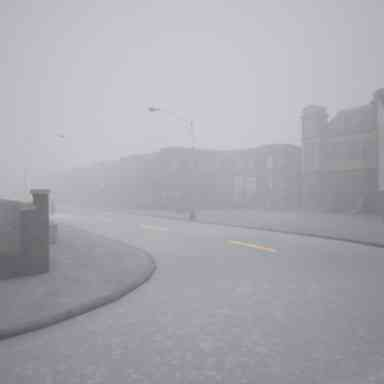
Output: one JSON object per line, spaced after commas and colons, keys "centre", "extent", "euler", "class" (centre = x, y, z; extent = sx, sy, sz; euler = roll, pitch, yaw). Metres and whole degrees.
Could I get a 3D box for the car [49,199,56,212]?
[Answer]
{"centre": [-16.192, 1.429, 36.079], "extent": [2.128, 1.511, 4.902], "euler": [-1, 0, -35], "class": "car"}
